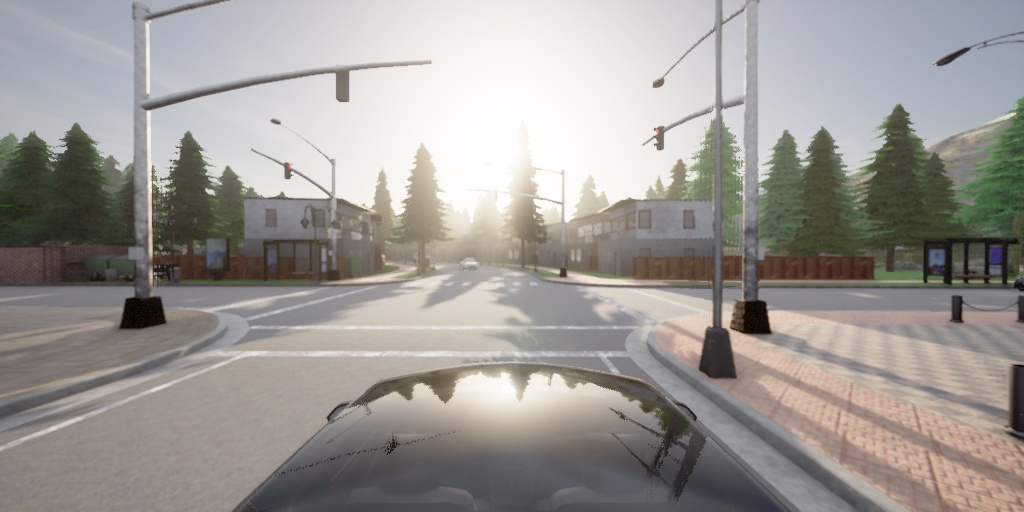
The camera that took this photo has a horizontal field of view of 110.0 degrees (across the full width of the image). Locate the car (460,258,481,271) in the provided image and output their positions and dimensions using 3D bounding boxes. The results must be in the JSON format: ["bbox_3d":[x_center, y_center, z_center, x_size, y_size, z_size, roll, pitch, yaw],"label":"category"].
[{"bbox_3d":[-4.751,0.945,40.402,1.812,1.442,4.674,0,1,-15],"label":"car"}]

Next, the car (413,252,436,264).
[{"bbox_3d":[-15.336,0.423,62.723,2.150,2.045,5.566,0,2,-39],"label":"car"}]

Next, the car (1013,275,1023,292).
[{"bbox_3d":[27.271,1.157,17.243,4.181,1.385,1.994,0,1,2],"label":"car"}]
